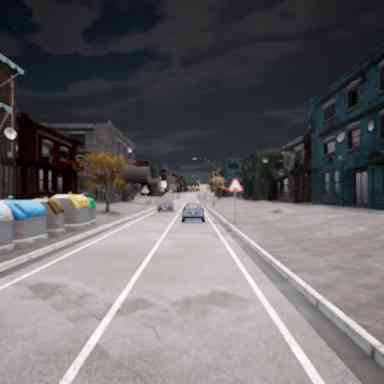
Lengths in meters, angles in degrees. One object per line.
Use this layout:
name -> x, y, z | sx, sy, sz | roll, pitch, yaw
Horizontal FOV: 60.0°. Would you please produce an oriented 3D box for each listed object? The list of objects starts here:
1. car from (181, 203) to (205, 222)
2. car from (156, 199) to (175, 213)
car -> 0.099, 1.646, 27.582 | 2.033, 1.411, 5.357 | 0, 0, 0
car -> -3.092, 1.653, 39.832 | 1.837, 1.490, 4.892 | 0, 0, 0
